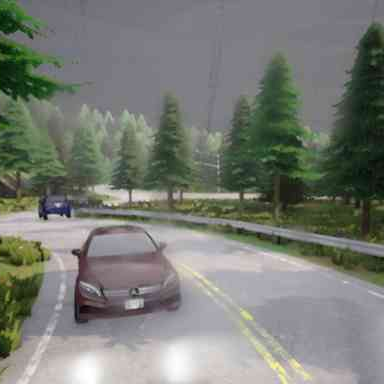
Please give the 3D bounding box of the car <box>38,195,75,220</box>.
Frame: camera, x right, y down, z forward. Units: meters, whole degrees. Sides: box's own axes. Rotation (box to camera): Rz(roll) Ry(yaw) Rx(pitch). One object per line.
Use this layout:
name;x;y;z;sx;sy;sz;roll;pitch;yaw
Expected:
car;-12.222;1.304;29.472;2.150;2.045;5.566;-2;0;-29

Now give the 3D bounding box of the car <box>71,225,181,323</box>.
car;-1.633;1.523;7.487;1.812;1.442;4.674;-2;0;-18

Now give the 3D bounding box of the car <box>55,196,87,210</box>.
car;-15.950;1.410;44.150;1.994;1.385;4.181;1;3;15

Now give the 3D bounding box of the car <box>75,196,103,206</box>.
car;-13.282;1.283;43.075;2.097;1.767;4.553;2;2;12
